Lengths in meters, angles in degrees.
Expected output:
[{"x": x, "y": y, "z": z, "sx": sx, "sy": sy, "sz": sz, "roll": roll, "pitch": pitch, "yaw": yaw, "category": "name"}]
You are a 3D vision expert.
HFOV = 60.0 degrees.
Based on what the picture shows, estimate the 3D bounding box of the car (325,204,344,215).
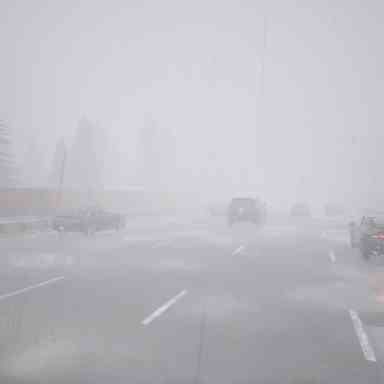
[{"x": 16.605, "y": 2.007, "z": 38.984, "sx": 1.895, "sy": 1.301, "sz": 4.718, "roll": 0, "pitch": 0, "yaw": 19, "category": "car"}]

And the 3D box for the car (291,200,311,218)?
[{"x": 11.066, "y": 1.869, "z": 33.817, "sx": 2.033, "sy": 1.411, "sz": 5.357, "roll": 0, "pitch": 0, "yaw": 19, "category": "car"}]

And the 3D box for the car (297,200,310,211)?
[{"x": 17.289, "y": 1.972, "z": 51.401, "sx": 1.882, "sy": 1.535, "sz": 5.008, "roll": 0, "pitch": 0, "yaw": 19, "category": "car"}]

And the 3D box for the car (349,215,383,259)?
[{"x": 7.367, "y": 1.656, "z": 12.870, "sx": 1.837, "sy": 1.490, "sz": 4.892, "roll": 0, "pitch": 0, "yaw": 19, "category": "car"}]

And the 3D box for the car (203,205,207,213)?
[{"x": 2.979, "y": 1.899, "z": 41.470, "sx": 1.895, "sy": 1.301, "sz": 4.718, "roll": 0, "pitch": 0, "yaw": 22, "category": "car"}]

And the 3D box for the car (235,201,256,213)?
[{"x": 6.994, "y": 1.911, "z": 43.306, "sx": 1.994, "sy": 1.385, "sz": 4.181, "roll": 0, "pitch": 0, "yaw": 20, "category": "car"}]

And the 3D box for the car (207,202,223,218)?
[{"x": 3.241, "y": 1.807, "z": 32.686, "sx": 1.994, "sy": 1.385, "sz": 4.181, "roll": 0, "pitch": 0, "yaw": 19, "category": "car"}]

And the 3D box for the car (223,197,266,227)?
[{"x": 4.225, "y": 1.424, "z": 24.969, "sx": 2.150, "sy": 2.045, "sz": 5.566, "roll": 0, "pitch": 0, "yaw": 20, "category": "car"}]

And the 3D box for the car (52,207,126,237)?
[{"x": -5.505, "y": 1.561, "z": 18.462, "sx": 2.128, "sy": 1.511, "sz": 4.902, "roll": 0, "pitch": 0, "yaw": 19, "category": "car"}]
